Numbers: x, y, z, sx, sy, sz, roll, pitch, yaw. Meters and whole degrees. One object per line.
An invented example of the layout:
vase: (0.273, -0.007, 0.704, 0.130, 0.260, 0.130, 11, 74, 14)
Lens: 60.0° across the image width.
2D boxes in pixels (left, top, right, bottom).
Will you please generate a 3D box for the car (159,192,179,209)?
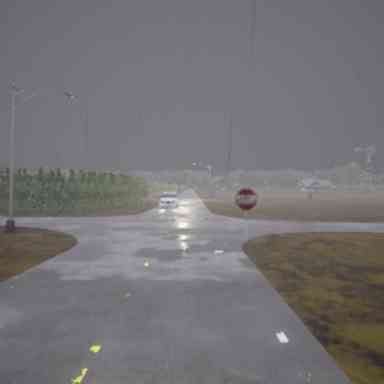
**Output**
car: (-2.748, 1.040, 40.885, 2.150, 2.045, 5.566, 0, 2, 0)
